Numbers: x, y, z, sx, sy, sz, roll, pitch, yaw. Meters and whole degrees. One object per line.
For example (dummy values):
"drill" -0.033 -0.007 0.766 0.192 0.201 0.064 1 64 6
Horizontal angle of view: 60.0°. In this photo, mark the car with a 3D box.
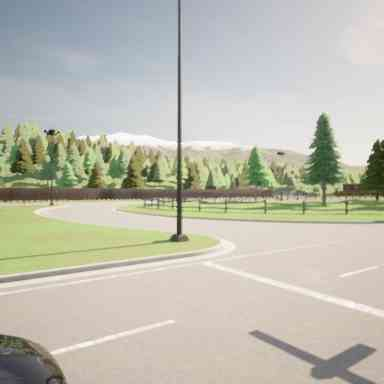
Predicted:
"car" -3.101 1.503 1.532 4.892 1.490 1.837 1 0 -36
